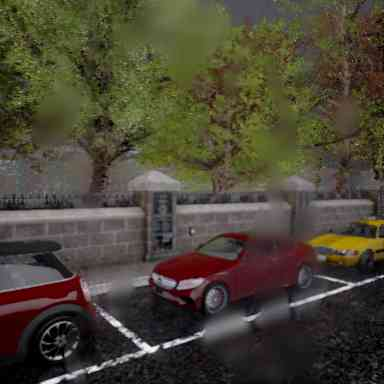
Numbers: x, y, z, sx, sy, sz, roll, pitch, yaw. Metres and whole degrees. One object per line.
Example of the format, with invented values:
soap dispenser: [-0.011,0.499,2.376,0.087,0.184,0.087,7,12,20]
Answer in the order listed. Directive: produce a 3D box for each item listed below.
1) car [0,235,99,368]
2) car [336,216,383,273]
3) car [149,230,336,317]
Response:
car: [-3.408,1.443,4.125,4.097,1.590,1.967,0,1,-36]
car: [5.468,1.457,10.465,4.829,1.417,1.752,0,1,-36]
car: [1.100,1.549,7.345,4.206,1.307,1.802,0,1,-36]
